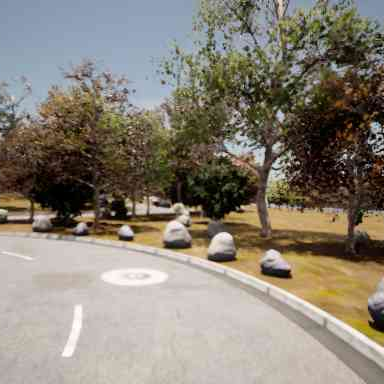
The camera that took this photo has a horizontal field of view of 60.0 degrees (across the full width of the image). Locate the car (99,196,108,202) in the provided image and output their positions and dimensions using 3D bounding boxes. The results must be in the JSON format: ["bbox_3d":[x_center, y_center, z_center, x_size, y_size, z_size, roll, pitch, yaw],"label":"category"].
[{"bbox_3d":[-19.679,1.201,69.764,5.008,1.535,1.882,3,-1,37],"label":"car"}]

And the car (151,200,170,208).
[{"bbox_3d":[-5.483,2.009,58.203,1.994,1.385,4.181,3,0,-33],"label":"car"}]
